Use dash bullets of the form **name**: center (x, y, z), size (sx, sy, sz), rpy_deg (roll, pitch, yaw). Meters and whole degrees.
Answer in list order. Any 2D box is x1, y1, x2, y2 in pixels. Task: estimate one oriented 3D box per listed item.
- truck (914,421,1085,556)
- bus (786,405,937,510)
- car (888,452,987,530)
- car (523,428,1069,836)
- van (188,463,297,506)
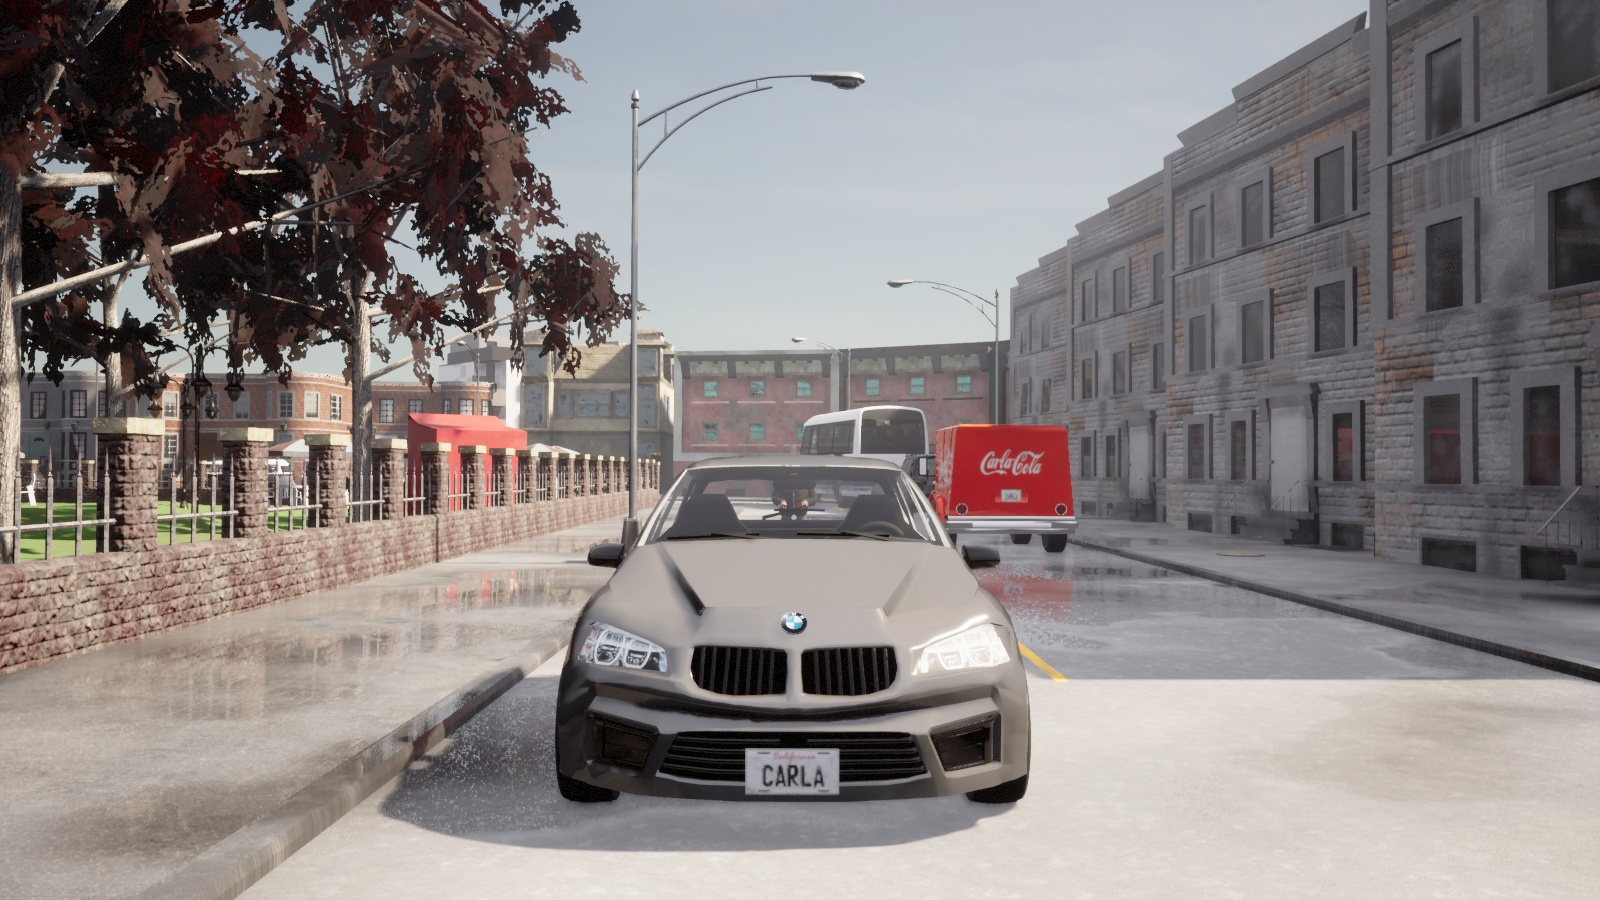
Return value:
- **truck**: center (3.884, 0.741, 25.617), size (2.627, 2.467, 5.204), rpy_deg (0, -1, 0)
- **bus**: center (2.483, 0.372, 56.379), size (3.944, 4.253, 10.273), rpy_deg (0, -1, -14)
- **car**: center (3.836, 1.121, 35.976), size (2.150, 2.045, 5.566), rpy_deg (0, -1, -1)
- **car**: center (-0.031, 0.784, 7.470), size (2.242, 1.667, 4.611), rpy_deg (0, -1, 0)
- **van**: center (-27.481, 1.687, 62.004), size (4.480, 2.038, 2.069), rpy_deg (0, -1, 0)
